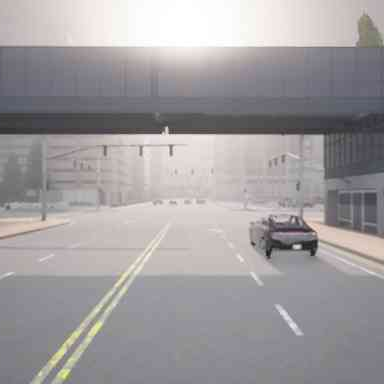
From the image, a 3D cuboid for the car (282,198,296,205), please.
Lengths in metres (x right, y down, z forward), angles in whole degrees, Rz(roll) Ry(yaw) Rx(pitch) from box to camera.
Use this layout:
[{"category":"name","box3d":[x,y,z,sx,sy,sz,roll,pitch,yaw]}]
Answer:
[{"category":"car","box3d":[22.148,2.216,75.931,1.970,1.475,3.806,0,-1,0]}]

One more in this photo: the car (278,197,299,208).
[{"category":"car","box3d":[16.611,1.786,58.502,1.932,1.855,4.605,0,-1,0]}]

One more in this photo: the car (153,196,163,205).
[{"category":"car","box3d":[-8.090,2.088,79.656,2.150,2.045,5.566,0,-1,0]}]

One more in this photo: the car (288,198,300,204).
[{"category":"car","box3d":[27.861,2.379,91.053,1.970,1.475,3.806,0,-1,0]}]

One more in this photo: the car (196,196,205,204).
[{"category":"car","box3d":[2.358,2.417,87.044,1.882,1.535,5.008,0,-1,0]}]

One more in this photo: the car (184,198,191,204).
[{"category":"car","box3d":[-1.142,2.535,87.046,1.895,1.301,4.718,0,-1,0]}]

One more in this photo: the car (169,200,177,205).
[{"category":"car","box3d":[-4.590,2.458,79.677,1.895,1.301,4.718,0,-1,0]}]

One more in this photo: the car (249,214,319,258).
[{"category":"car","box3d":[3.516,1.640,13.494,2.128,1.511,4.902,0,0,0]}]

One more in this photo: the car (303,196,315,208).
[{"category":"car","box3d":[19.505,1.788,58.458,1.905,1.878,3.866,0,-1,0]}]
